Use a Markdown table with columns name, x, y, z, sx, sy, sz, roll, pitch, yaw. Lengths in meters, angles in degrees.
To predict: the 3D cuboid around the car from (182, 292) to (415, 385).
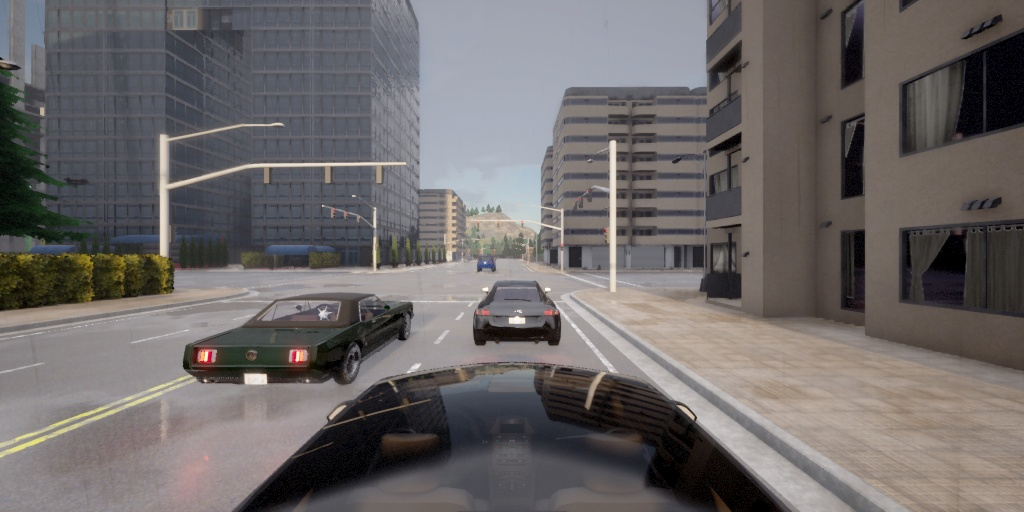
| name | x | y | z | sx | sy | sz | roll | pitch | yaw |
| --- | --- | --- | --- | --- | --- | --- | --- | --- | --- |
| car | -3.386 | 1.351 | 6.984 | 1.895 | 1.301 | 4.718 | 0 | 0 | 0 |

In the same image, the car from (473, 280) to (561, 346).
| name | x | y | z | sx | sy | sz | roll | pitch | yaw |
| --- | --- | --- | --- | --- | --- | --- | --- | --- | --- |
| car | 0.123 | 1.314 | 9.464 | 1.994 | 1.385 | 4.181 | 0 | 0 | 0 |

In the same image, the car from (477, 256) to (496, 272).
| name | x | y | z | sx | sy | sz | roll | pitch | yaw |
| --- | --- | --- | --- | --- | --- | --- | --- | --- | --- |
| car | -3.247 | 0.971 | 46.220 | 2.150 | 2.045 | 5.566 | 0 | 0 | 0 |
